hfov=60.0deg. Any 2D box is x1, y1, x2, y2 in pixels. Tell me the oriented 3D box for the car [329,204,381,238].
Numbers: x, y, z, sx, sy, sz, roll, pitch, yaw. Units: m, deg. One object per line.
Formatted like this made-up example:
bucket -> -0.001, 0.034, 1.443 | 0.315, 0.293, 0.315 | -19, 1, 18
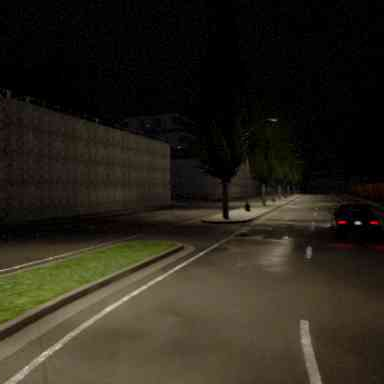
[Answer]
car -> 7.652, 1.283, 15.881 | 2.033, 1.411, 5.357 | -1, 0, 21
